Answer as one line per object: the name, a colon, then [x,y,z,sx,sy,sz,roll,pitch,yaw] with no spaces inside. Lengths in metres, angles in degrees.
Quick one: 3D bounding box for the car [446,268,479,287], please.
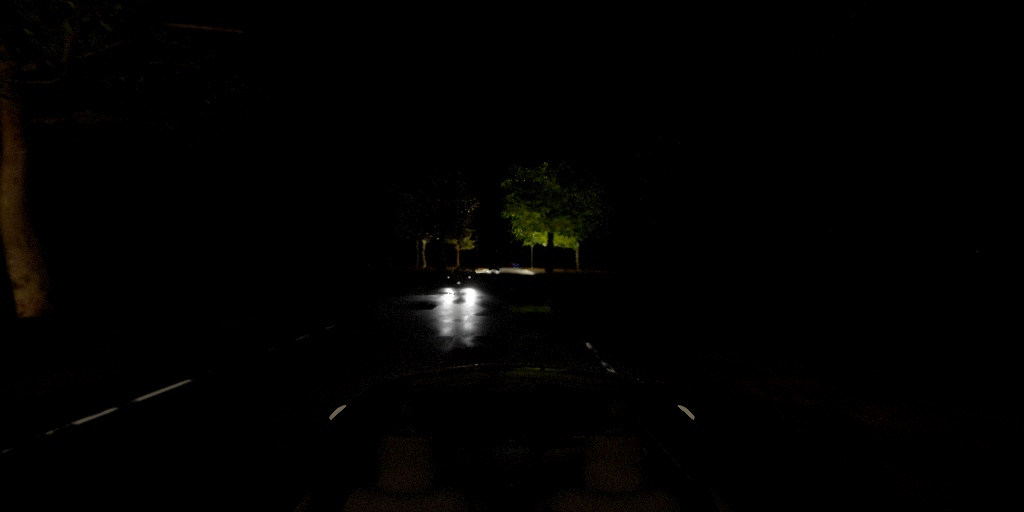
car: [-3.590,1.553,26.484,1.895,1.301,4.718,0,-1,0]
